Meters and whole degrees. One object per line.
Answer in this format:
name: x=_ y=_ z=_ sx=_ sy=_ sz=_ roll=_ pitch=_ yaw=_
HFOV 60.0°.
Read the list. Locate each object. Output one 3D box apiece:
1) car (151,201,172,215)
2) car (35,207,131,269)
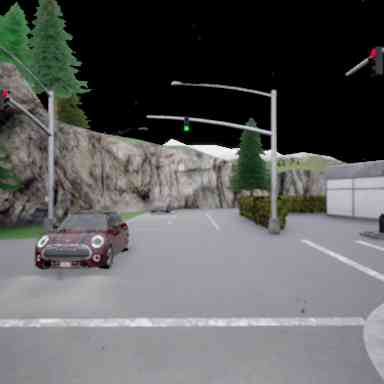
car: x=-3.543 y=1.826 z=38.199 sx=1.812 sy=1.442 sz=4.674 roll=0 pitch=0 yaw=2
car: x=-3.507 y=1.437 z=11.462 sx=2.097 sy=1.767 sz=4.553 roll=0 pitch=-1 yaw=0
